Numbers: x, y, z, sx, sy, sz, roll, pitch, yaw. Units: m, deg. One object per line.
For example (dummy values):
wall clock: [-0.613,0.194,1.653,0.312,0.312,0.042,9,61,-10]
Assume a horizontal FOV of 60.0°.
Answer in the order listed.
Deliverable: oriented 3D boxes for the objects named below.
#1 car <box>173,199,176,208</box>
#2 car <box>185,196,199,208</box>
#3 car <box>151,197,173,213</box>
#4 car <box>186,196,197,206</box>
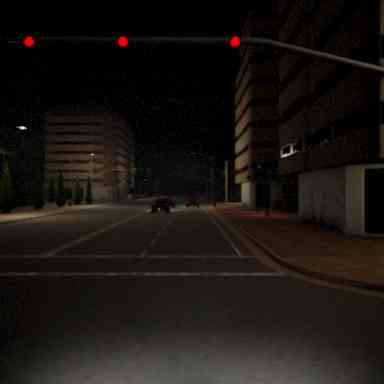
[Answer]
car: [-3.428,1.507,48.578,1.882,1.535,5.008,0,0,0]
car: [0.055,1.556,48.621,1.812,1.442,4.674,0,0,0]
car: [-3.420,1.526,36.921,1.837,1.490,4.892,0,0,0]
car: [-0.033,1.540,57.675,1.837,1.490,4.892,0,0,0]
